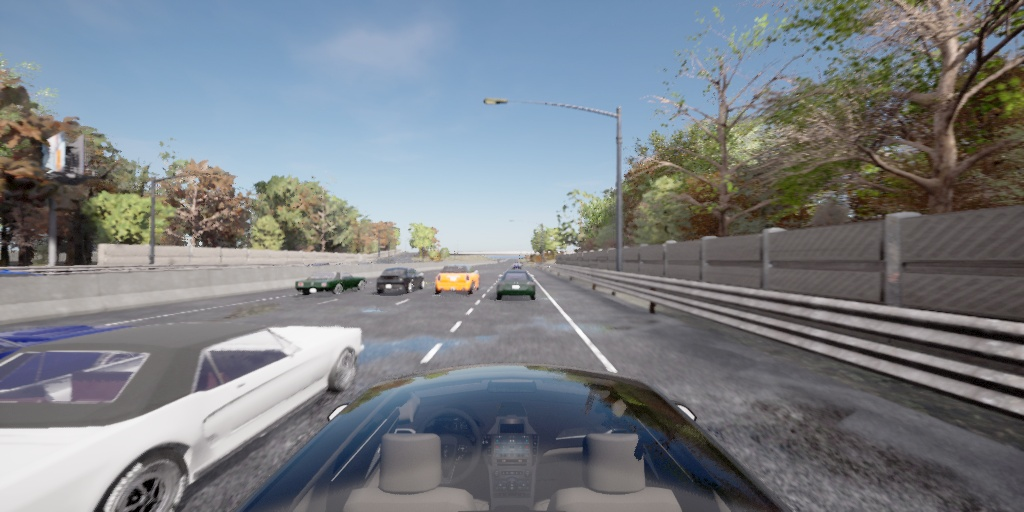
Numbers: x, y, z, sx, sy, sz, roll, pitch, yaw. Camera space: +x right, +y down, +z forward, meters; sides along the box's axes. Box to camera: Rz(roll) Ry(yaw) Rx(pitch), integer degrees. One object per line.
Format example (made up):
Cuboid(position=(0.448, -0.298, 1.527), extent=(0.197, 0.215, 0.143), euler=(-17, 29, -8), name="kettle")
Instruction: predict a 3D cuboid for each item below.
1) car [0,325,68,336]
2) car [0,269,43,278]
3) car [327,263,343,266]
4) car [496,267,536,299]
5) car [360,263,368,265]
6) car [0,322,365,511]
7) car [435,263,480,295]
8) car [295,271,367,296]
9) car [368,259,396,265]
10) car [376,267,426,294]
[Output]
Cuboid(position=(-6.888, 1.365, 3.946), extent=(1.895, 1.301, 4.718), euler=(0, -1, 1), name="car")
Cuboid(position=(-20.949, 1.318, 14.045), extent=(1.882, 1.535, 5.008), euler=(0, 0, 1), name="car")
Cuboid(position=(-27.256, 1.860, 57.743), extent=(1.895, 1.301, 4.718), euler=(0, -1, 1), name="car")
Cuboid(position=(0.221, 1.468, 19.171), extent=(1.994, 1.385, 4.181), euler=(0, -1, 1), name="car")
Cuboid(position=(-23.760, 1.789, 57.821), extent=(1.812, 1.442, 4.674), euler=(0, -1, 1), name="car")
Cuboid(position=(-3.390, 1.367, 3.843), extent=(1.895, 1.301, 4.718), euler=(0, -1, 1), name="car")
Cuboid(position=(-3.147, 1.274, 21.510), extent=(2.097, 1.767, 4.553), euler=(0, -1, 1), name="car")
Cuboid(position=(-10.157, 1.509, 20.594), extent=(1.895, 1.301, 4.718), euler=(0, -1, 1), name="car")
Cuboid(position=(-20.278, 1.482, 57.192), extent=(2.150, 2.045, 5.566), euler=(0, -1, 1), name="car")
Cuboid(position=(-6.643, 1.427, 21.832), extent=(1.837, 1.490, 4.892), euler=(0, -1, 1), name="car")
